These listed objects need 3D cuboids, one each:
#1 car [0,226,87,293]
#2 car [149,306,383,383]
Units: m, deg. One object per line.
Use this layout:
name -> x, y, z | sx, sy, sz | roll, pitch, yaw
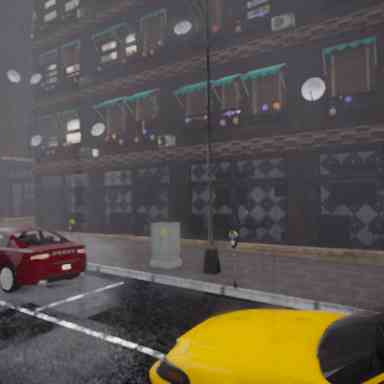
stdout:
car -> -4.744, 1.573, 8.782 | 4.507, 1.381, 1.887 | 0, -2, 32
car -> 2.149, 1.478, 2.353 | 5.366, 1.575, 1.801 | 0, 0, 32
